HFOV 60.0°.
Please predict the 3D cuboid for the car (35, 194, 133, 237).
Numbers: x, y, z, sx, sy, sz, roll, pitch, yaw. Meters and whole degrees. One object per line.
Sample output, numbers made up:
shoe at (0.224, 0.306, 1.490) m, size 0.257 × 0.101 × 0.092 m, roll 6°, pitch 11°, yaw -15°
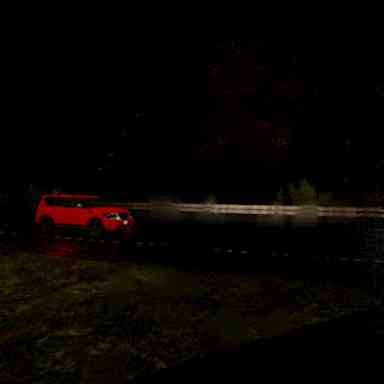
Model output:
car at (-5.872, 1.162, 17.929) m, size 5.566 × 2.045 × 2.150 m, roll 0°, pitch 0°, yaw 24°
